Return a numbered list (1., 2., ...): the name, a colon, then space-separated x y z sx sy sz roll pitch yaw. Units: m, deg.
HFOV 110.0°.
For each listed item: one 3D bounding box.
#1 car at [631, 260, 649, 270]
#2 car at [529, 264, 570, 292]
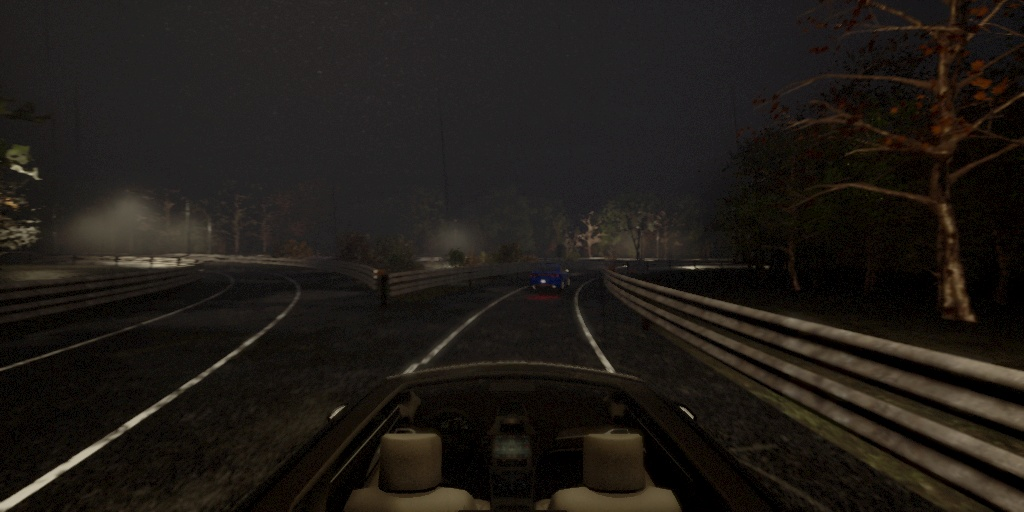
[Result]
1. car: 19.757 1.370 55.767 2.128 1.511 4.902 0 0 42
2. car: 2.392 1.262 22.083 1.882 1.535 5.008 -1 0 16
